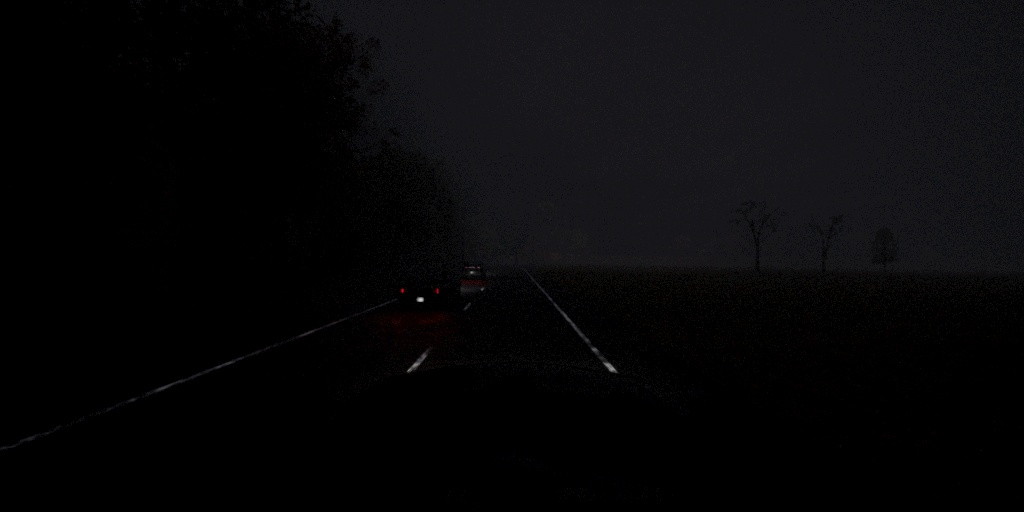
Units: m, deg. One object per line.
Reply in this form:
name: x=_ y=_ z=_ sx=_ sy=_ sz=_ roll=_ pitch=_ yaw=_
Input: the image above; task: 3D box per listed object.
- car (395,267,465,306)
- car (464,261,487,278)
car: x=-3.397 y=1.325 z=15.530 sx=1.895 sy=1.301 sz=4.718 roll=0 pitch=0 yaw=0
car: x=-3.390 y=1.184 z=32.688 sx=2.128 sy=1.511 sz=4.902 roll=0 pitch=0 yaw=0
